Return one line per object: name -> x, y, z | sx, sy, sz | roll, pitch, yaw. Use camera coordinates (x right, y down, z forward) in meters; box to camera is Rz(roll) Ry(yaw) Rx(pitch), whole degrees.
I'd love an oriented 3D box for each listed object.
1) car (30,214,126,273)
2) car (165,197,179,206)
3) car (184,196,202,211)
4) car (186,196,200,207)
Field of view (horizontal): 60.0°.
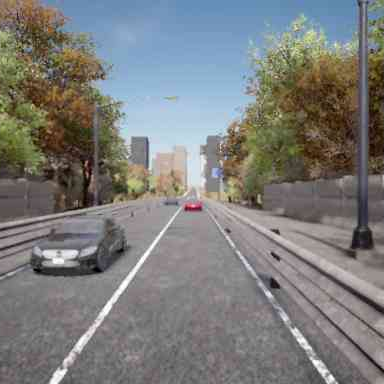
car -> -3.313, 1.456, 10.610 | 1.812, 1.442, 4.674 | 0, 0, 0
car -> -3.118, 1.448, 52.154 | 1.994, 1.385, 4.181 | 0, 0, 1
car -> 0.142, 1.394, 37.365 | 1.994, 1.385, 4.181 | 0, 0, 0
car -> 0.193, 1.342, 48.222 | 1.882, 1.535, 5.008 | 0, 0, 0
